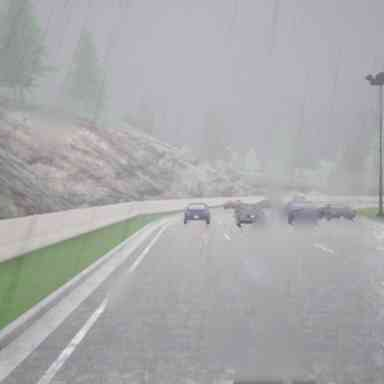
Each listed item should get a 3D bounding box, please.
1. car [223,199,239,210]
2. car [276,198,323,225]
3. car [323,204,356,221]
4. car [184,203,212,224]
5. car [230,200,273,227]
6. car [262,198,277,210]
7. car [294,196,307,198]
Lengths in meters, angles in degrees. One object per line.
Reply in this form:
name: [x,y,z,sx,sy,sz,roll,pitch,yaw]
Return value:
car: [5.611,1.573,41.816,1.895,1.301,4.718,0,0,27]
car: [7.584,1.462,23.925,1.882,1.535,5.008,0,0,6]
car: [11.465,1.583,26.688,1.895,1.301,4.718,0,0,10]
car: [0.479,1.509,24.714,1.812,1.442,4.674,0,0,5]
car: [3.882,1.532,22.662,2.033,1.411,5.357,0,0,4]
car: [10.028,1.464,41.932,2.128,1.511,4.902,0,0,29]
car: [13.507,1.326,40.974,2.097,1.767,4.553,0,0,30]
